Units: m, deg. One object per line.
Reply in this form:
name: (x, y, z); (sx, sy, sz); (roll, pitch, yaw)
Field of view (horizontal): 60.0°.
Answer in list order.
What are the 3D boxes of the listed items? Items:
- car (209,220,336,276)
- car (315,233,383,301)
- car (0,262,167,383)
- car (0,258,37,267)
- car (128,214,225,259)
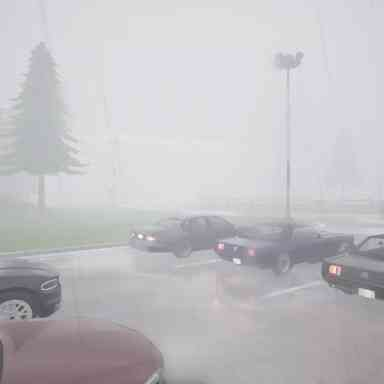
car: (3.050, 1.600, 10.335); (4.718, 1.301, 1.895); (0, 0, -35)
car: (5.070, 1.600, 7.477); (4.718, 1.301, 1.895); (0, 0, -35)
car: (-2.337, 1.526, 2.079); (4.674, 1.442, 1.812); (0, 0, -36)
car: (-4.543, 1.478, 4.806); (5.008, 1.535, 1.882); (0, 0, -36)
car: (0.305, 1.547, 12.687); (5.357, 1.411, 2.033); (0, 0, -35)
